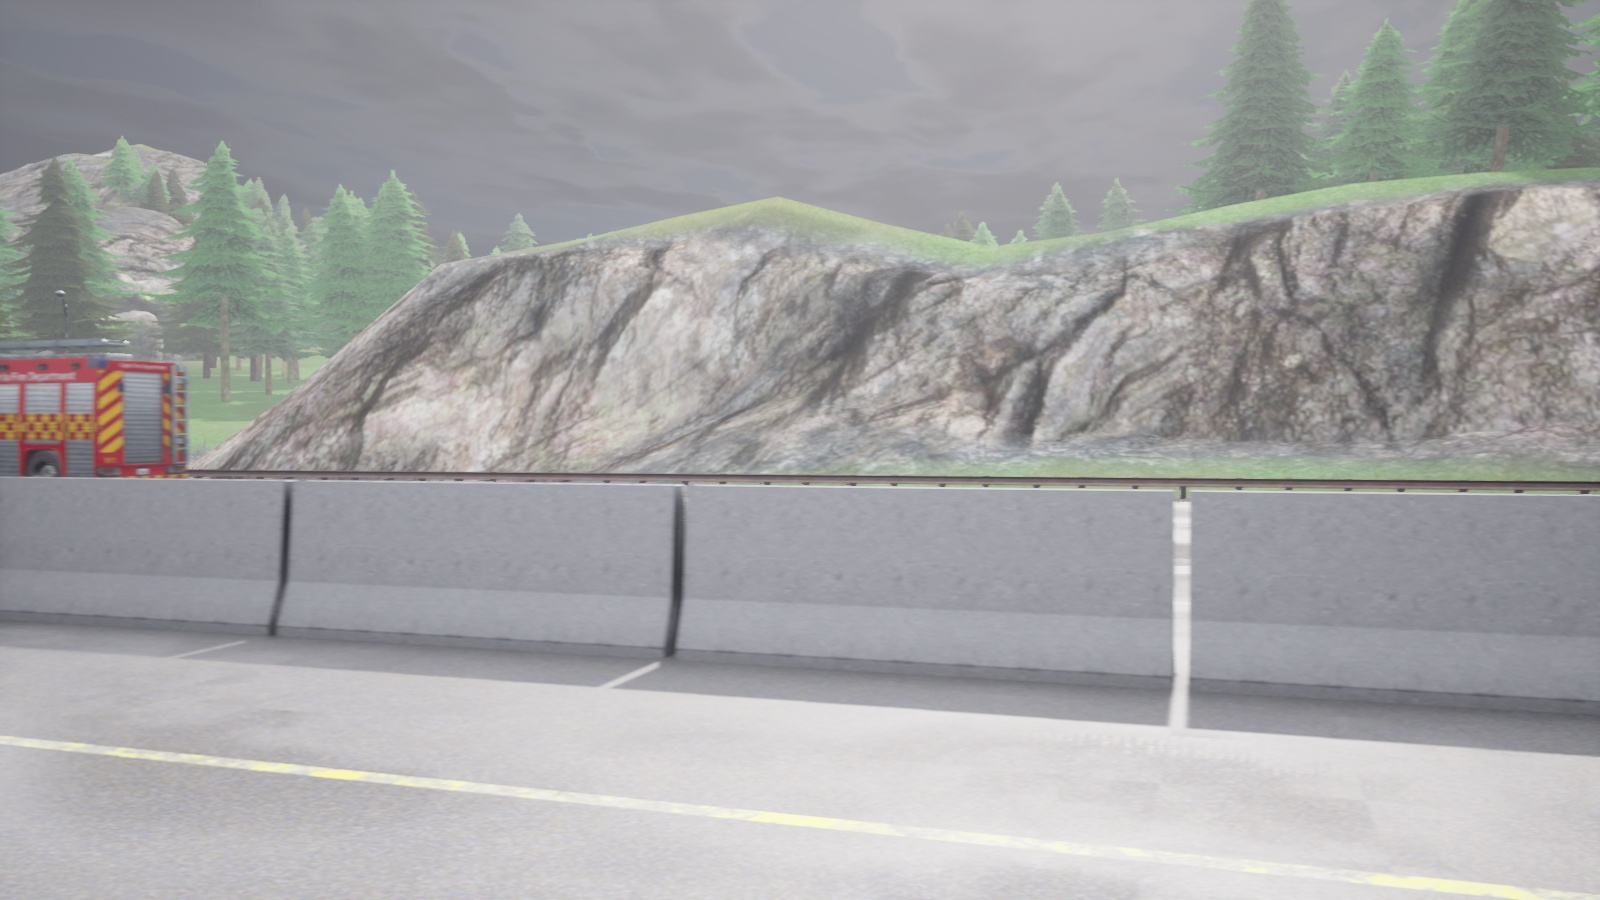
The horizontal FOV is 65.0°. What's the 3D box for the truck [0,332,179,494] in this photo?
[{"bbox_3d":[-20.461,-0.931,32.232,8.468,3.827,2.891,1,1,18],"label":"truck"}]
